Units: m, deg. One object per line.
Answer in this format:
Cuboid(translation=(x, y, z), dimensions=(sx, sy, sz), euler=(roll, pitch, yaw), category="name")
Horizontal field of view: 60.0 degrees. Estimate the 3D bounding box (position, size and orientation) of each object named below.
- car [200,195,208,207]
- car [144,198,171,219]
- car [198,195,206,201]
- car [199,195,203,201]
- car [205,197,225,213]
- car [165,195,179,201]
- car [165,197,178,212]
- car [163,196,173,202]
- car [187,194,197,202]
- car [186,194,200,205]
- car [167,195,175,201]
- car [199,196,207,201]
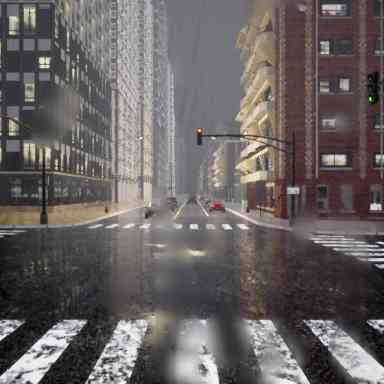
Cuboid(translation=(2.688, 1.567, 50.170), dimensions=(2.008, 1.369, 4.403), euler=(0, 0, 0), category="car")
Cuboid(translation=(-3.120, 1.553, 29.519), dimensions=(2.033, 1.411, 5.357), euler=(0, 0, -4), category="car")
Cuboid(translation=(2.684, 1.491, 89.710), dimensions=(1.967, 1.590, 4.097), euler=(0, 0, 0), category="car")
Cuboid(translation=(2.688, 1.571, 55.818), dimensions=(2.008, 1.369, 4.403), euler=(0, 0, 0), category="car")
Cuboid(translation=(2.739, 1.591, 37.253), dimensions=(1.802, 1.307, 4.206), euler=(0, 0, 0), category="car")
Cuboid(translation=(-3.057, 1.521, 49.954), dimensions=(1.837, 1.490, 4.892), euler=(0, 0, 0), category="car")
Cuboid(translation=(-3.085, 1.574, 39.539), dimensions=(1.994, 1.385, 4.181), euler=(0, 0, 1), category="car")
Cuboid(translation=(-5.695, 1.589, 78.412), dimensions=(2.008, 1.369, 4.403), euler=(0, 0, 0), category="car")
Cuboid(translation=(-0.004, 1.218, 69.824), dimensions=(2.097, 1.767, 4.553), euler=(0, 0, 0), category="car")
Cuboid(translation=(-0.003, 1.548, 59.851), dimensions=(1.812, 1.442, 4.674), euler=(0, 0, 0), category="car")
Cuboid(translation=(-5.697, 1.595, 89.709), dimensions=(1.887, 1.381, 4.507), euler=(0, 0, 0), category="car")
Cuboid(translation=(2.684, 1.626, 84.061), dimensions=(1.802, 1.307, 4.206), euler=(0, 0, 0), category="car")
